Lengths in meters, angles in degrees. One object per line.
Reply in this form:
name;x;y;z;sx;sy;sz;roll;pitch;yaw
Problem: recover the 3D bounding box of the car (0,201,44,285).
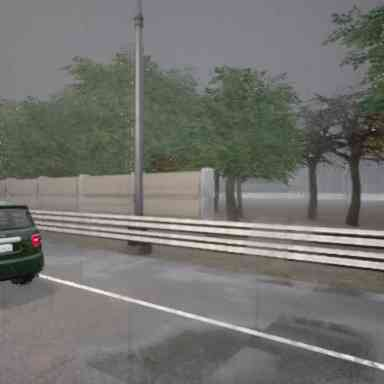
car;-5.943;1.226;8.249;5.566;2.045;2.150;0;0;36
